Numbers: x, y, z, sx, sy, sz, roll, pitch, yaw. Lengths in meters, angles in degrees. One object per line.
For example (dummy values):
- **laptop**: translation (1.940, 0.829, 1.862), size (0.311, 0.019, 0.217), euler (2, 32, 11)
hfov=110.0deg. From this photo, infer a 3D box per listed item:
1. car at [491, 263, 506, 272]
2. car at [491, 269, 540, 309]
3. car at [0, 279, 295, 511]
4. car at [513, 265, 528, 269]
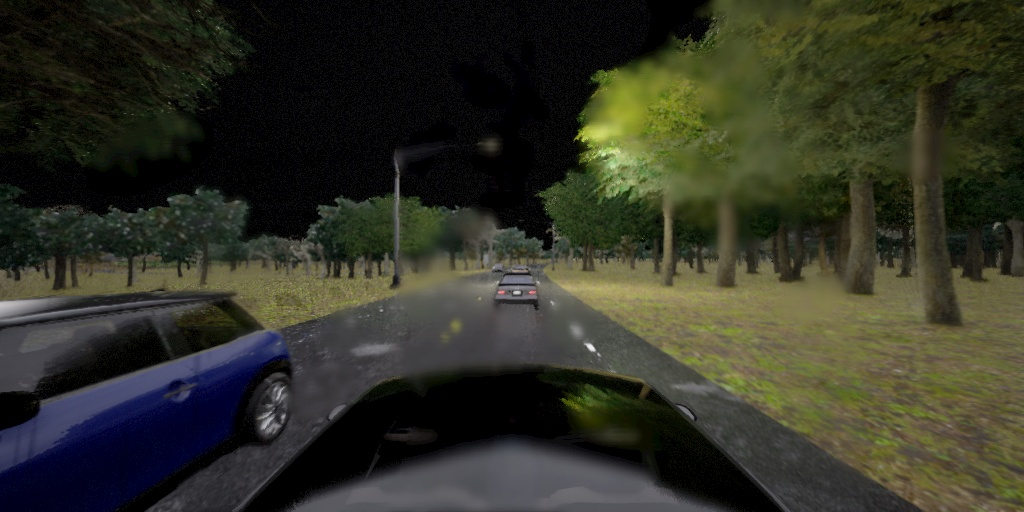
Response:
- **car**: translation (-1.969, 1.874, 53.358), size (1.837, 1.490, 4.892), euler (0, 0, 4)
- **car**: translation (0.246, 1.467, 16.045), size (2.033, 1.411, 5.357), euler (0, -1, 1)
- **car**: translation (-3.586, 1.107, 2.264), size (2.097, 1.767, 4.553), euler (0, -1, 0)
- **car**: translation (0.836, 1.646, 35.795), size (2.128, 1.511, 4.902), euler (0, -1, 2)
